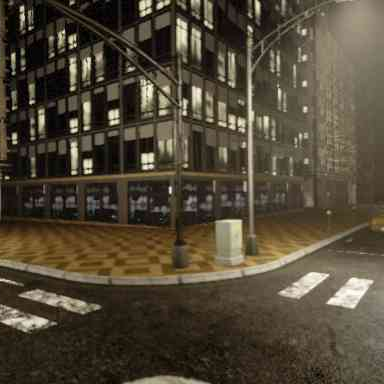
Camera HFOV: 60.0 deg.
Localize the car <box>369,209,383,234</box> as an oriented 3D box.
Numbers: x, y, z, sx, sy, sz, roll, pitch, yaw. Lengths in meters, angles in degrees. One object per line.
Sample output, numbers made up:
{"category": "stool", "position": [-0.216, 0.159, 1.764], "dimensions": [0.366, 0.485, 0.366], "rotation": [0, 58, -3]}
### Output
{"category": "car", "position": [11.020, 1.525, 18.490], "dimensions": [1.752, 1.417, 4.829], "rotation": [-1, -1, 36]}
